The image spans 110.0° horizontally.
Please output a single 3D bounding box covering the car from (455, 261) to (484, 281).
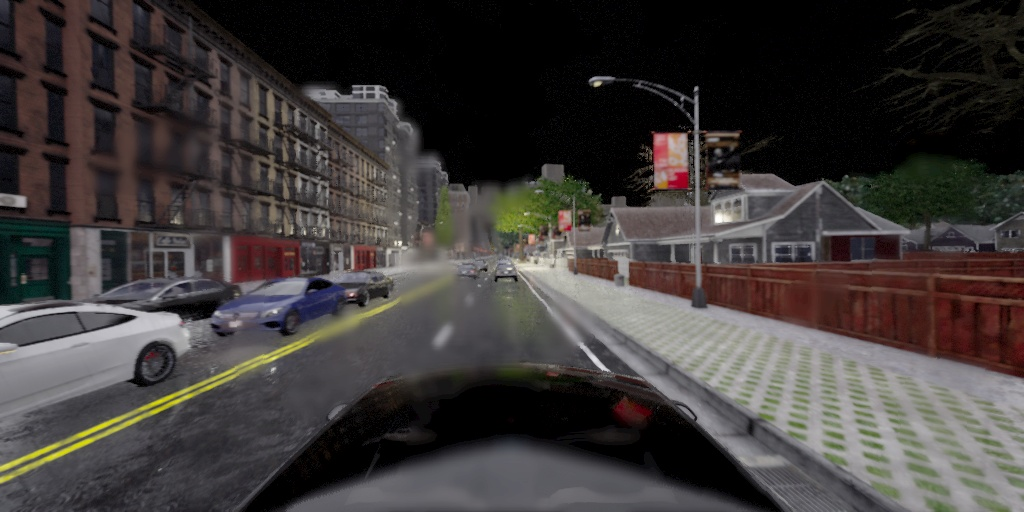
[{"bbox_3d":[-3.780,1.321,30.816,2.033,1.411,5.357,-1,0,-2],"label":"car"}]

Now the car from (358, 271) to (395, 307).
[{"bbox_3d":[-6.876,1.393,16.261,2.033,1.411,5.357,-1,0,-1],"label":"car"}]

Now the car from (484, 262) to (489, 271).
[{"bbox_3d":[-4.173,1.315,47.323,1.994,1.385,4.181,-1,0,-1],"label":"car"}]

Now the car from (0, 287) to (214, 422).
[{"bbox_3d":[-6.611,1.381,4.499,1.812,1.442,4.674,-1,0,-1],"label":"car"}]

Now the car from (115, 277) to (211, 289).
[{"bbox_3d":[-9.902,1.395,10.096,2.128,1.511,4.902,-1,0,-1],"label":"car"}]

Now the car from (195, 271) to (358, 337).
[{"bbox_3d":[-6.661,1.375,10.921,1.812,1.442,4.674,-1,0,-1],"label":"car"}]

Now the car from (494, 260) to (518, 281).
[{"bbox_3d":[-0.491,1.270,29.347,2.033,1.411,5.357,-1,0,-1],"label":"car"}]
